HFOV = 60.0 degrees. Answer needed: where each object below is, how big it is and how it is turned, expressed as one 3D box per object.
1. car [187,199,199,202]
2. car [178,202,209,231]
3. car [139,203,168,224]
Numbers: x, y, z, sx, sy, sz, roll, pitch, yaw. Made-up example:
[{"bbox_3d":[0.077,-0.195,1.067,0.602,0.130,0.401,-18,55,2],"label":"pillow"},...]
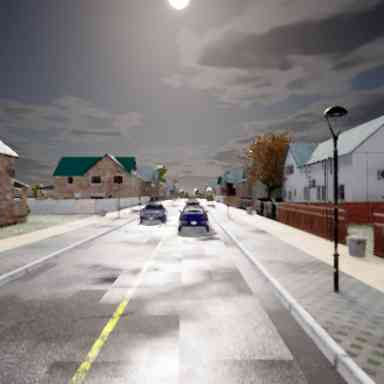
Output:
[{"bbox_3d":[0.103,1.625,41.444,1.812,1.442,4.674,0,0,0],"label":"car"},{"bbox_3d":[0.103,1.558,20.854,1.812,1.442,4.674,0,0,0],"label":"car"},{"bbox_3d":[-2.845,1.570,25.409,1.812,1.442,4.674,0,0,0],"label":"car"}]
